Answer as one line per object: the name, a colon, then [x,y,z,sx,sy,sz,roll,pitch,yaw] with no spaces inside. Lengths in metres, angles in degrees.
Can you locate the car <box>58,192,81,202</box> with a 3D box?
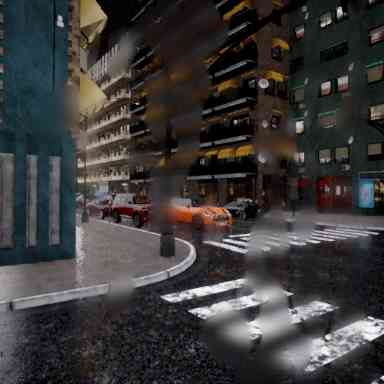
car: [-19.469,0.798,52.598,2.033,1.411,5.357,1,1,-36]

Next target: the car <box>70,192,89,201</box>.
car: [-19.267,0.770,56.784,1.887,1.381,4.507,2,0,-36]

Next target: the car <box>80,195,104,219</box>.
car: [-6.489,1.183,24.825,1.887,1.381,4.507,2,0,-36]

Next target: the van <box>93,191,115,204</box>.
van: [-12.733,0.727,47.759,1.690,1.788,3.998,2,0,-36]

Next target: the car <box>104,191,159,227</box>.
car: [-3.217,1.034,20.312,2.192,1.841,5.009,2,0,-36]

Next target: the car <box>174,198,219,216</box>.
car: [0.323,1.289,29.705,1.802,1.307,4.206,2,0,-36]

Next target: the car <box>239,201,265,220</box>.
car: [3.588,1.354,25.192,1.947,1.339,4.313,2,0,-36]

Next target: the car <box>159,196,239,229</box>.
car: [0.294,1.127,19.894,2.097,1.767,4.553,1,0,-37]

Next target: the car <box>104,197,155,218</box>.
car: [-5.302,1.184,27.587,2.033,1.411,5.357,1,0,-36]

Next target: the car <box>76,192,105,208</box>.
car: [-11.181,1.018,35.724,1.812,1.442,4.674,1,1,-36]
